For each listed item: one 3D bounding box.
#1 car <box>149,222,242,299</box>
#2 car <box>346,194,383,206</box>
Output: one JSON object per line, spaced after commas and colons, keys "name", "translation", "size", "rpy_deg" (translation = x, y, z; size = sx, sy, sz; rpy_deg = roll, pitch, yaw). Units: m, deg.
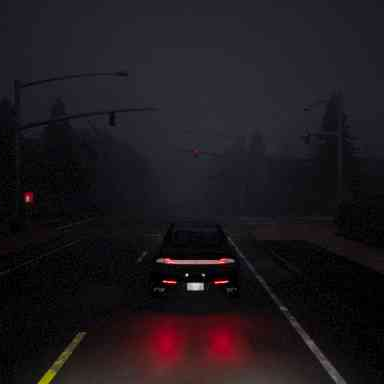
{"name": "car", "translation": [0.082, 1.492, 8.423], "size": [2.128, 1.511, 4.902], "rpy_deg": [0, 0, 0]}
{"name": "car", "translation": [15.876, 1.202, 28.946], "size": [5.566, 2.045, 2.150], "rpy_deg": [0, 0, -8]}
